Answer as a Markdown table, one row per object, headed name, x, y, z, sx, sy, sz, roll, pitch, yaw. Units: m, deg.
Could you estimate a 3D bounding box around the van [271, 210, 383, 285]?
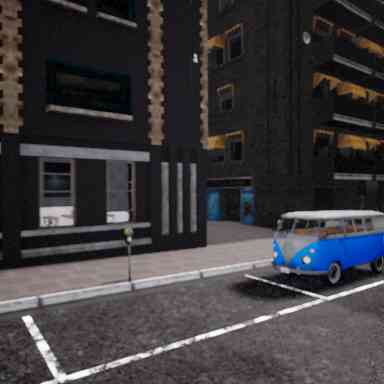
| name | x | y | z | sx | sy | sz | roll | pitch | yaw |
| --- | --- | --- | --- | --- | --- | --- | --- | --- | --- |
| van | 4.000 | 1.422 | 9.432 | 3.998 | 1.788 | 1.690 | 1 | -1 | -35 |
